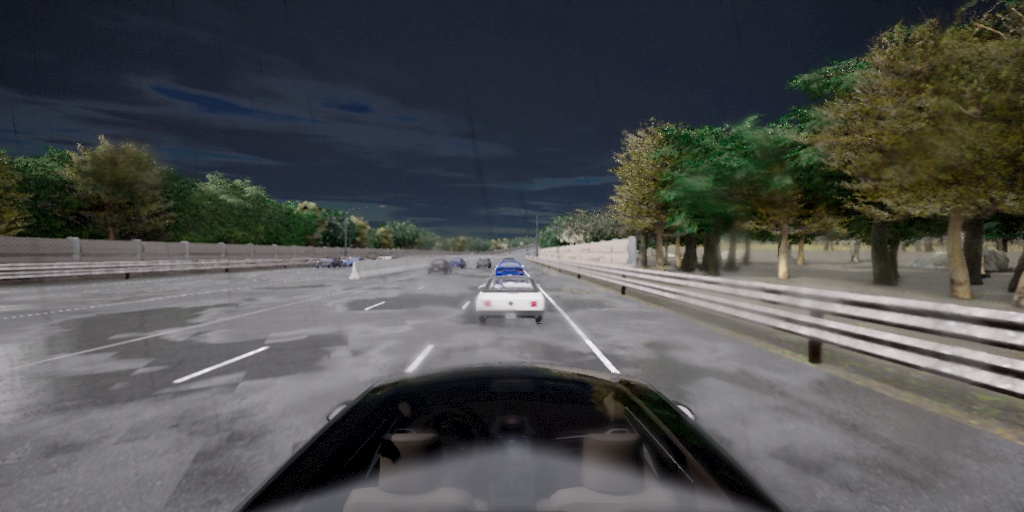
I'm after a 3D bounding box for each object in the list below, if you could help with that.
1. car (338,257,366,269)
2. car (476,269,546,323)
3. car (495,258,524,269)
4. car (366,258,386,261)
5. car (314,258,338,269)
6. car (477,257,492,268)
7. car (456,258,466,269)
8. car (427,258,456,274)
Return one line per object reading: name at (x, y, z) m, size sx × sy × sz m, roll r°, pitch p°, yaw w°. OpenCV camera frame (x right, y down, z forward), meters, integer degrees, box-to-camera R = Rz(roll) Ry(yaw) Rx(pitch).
car at (-21.440, 0.949, 49.314) m, size 1.882 × 1.535 × 5.008 m, roll 0°, pitch 0°, yaw -1°
car at (-0.034, 1.285, 11.714) m, size 1.895 × 1.301 × 4.718 m, roll 0°, pitch 0°, yaw 0°
car at (-0.159, 1.074, 25.278) m, size 1.882 × 1.535 × 5.008 m, roll 0°, pitch 0°, yaw -1°
car at (-17.940, 1.029, 49.357) m, size 1.994 × 1.385 × 4.181 m, roll 0°, pitch 0°, yaw -1°
car at (-24.940, 1.035, 49.273) m, size 2.033 × 1.411 × 5.357 m, roll 0°, pitch 0°, yaw -1°
car at (-3.852, 0.927, 50.436) m, size 2.128 × 1.511 × 4.902 m, roll 0°, pitch 0°, yaw -1°
car at (-7.311, 0.973, 48.521) m, size 1.812 × 1.442 × 4.674 m, roll 0°, pitch 0°, yaw 0°
car at (-7.180, 1.054, 35.950) m, size 1.812 × 1.442 × 4.674 m, roll 0°, pitch 0°, yaw -1°
